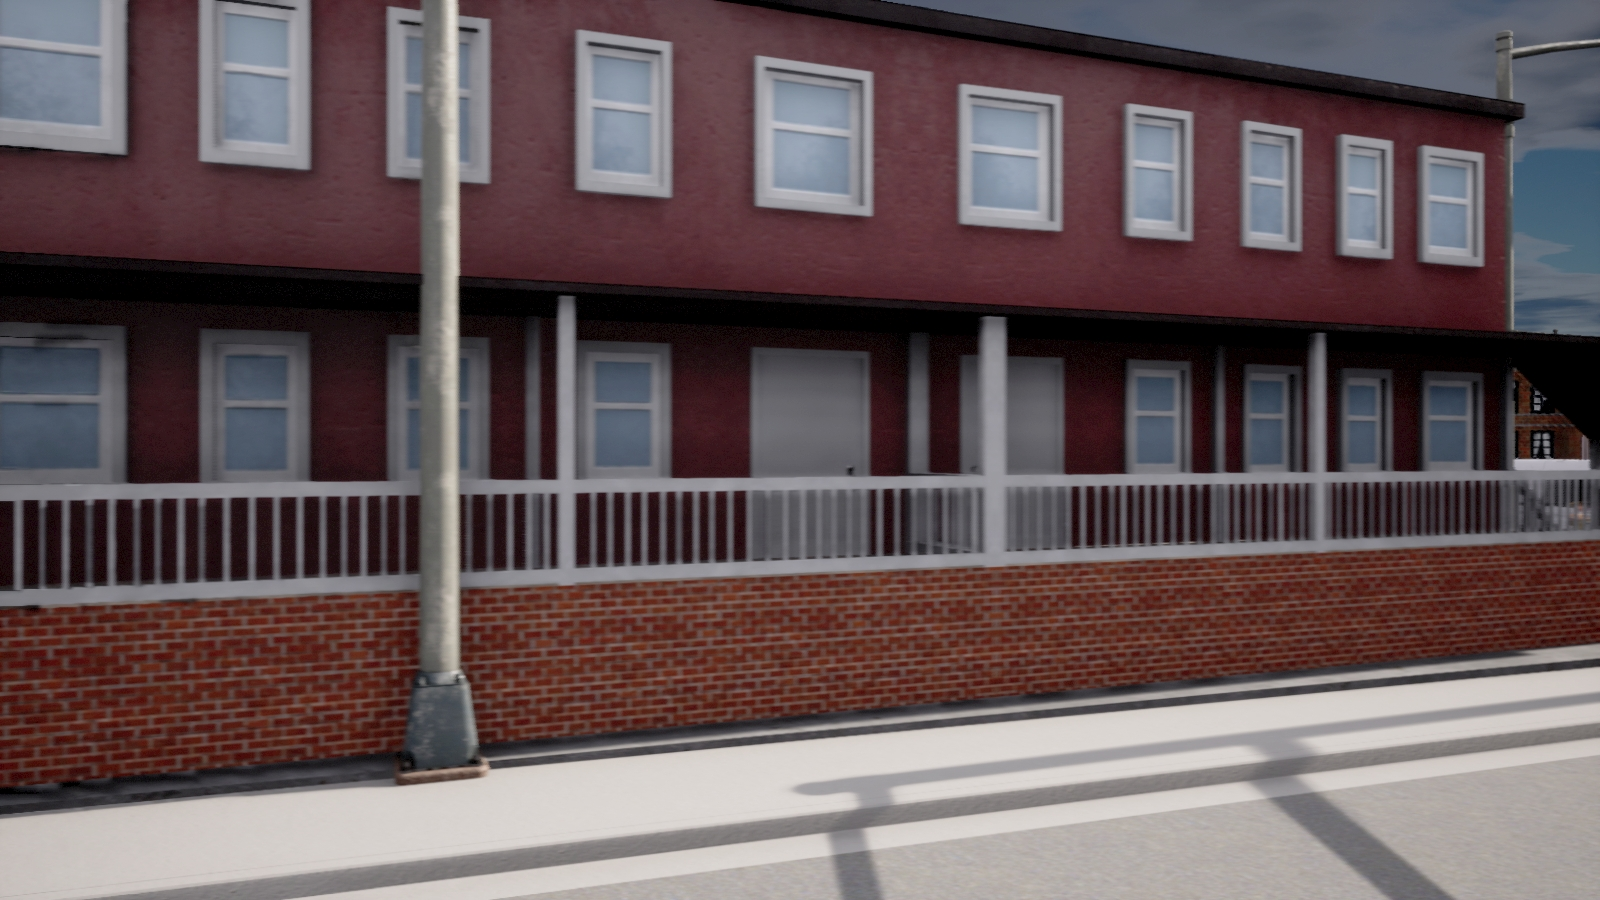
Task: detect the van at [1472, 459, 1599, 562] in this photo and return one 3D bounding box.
[{"bbox_3d":[20.763,1.531,29.560,1.988,2.561,5.915,0,0,-20],"label":"van"}]

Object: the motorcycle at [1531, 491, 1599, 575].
[{"bbox_3d":[18.222,1.904,26.303,0.764,1.802,2.356,0,0,-20],"label":"motorcycle"}]
